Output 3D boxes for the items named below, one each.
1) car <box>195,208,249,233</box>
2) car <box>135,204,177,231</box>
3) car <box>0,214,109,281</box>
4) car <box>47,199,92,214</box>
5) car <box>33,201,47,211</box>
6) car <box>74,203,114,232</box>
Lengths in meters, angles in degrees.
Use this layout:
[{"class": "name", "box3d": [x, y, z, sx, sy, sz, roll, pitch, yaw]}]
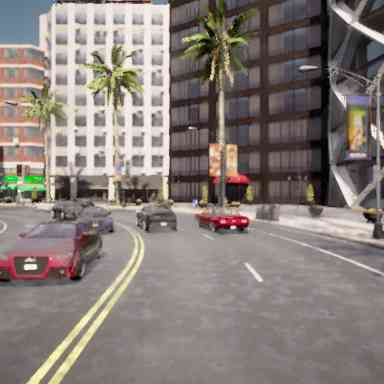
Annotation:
[{"class": "car", "box3d": [1.616, 1.610, 20.016, 1.895, 1.301, 4.718, 0, 0, -16]}, {"class": "car", "box3d": [-2.320, 1.514, 20.650, 1.837, 1.490, 4.892, 1, 0, -19]}, {"class": "car", "box3d": [-3.917, 1.569, 9.769, 1.994, 1.385, 4.181, 0, 0, -4]}, {"class": "car", "box3d": [-10.503, 1.518, 28.245, 1.837, 1.490, 4.892, 0, 0, -37]}, {"class": "car", "box3d": [-16.653, 1.619, 39.098, 4.718, 1.301, 1.895, 0, 0, 35]}, {"class": "car", "box3d": [-5.724, 1.573, 19.476, 1.994, 1.385, 4.181, 0, 0, -19]}]
